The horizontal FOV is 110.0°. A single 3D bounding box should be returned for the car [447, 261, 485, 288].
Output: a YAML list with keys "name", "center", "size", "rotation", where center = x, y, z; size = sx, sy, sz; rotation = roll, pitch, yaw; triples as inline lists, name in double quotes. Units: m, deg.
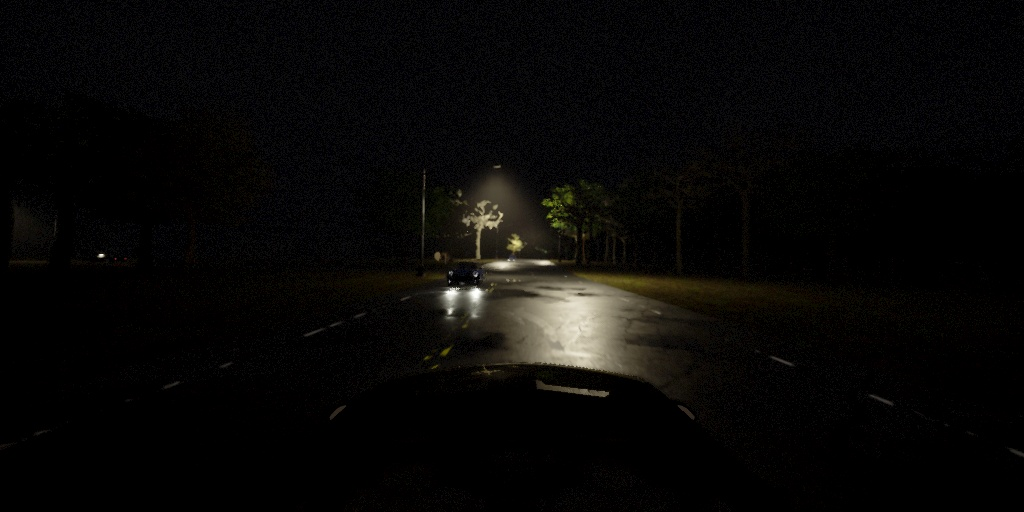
- name: "car"
  center: [-3.048, 1.126, 24.436]
  size: [2.097, 1.767, 4.553]
  rotation: [1, 0, 1]
